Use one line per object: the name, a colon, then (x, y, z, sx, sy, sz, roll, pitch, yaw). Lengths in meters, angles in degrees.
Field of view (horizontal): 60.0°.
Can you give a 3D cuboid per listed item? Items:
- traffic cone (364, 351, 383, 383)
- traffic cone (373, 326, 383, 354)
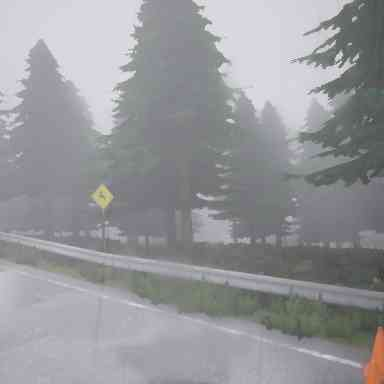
traffic cone: (1.786, 1.956, 3.267, 0.340, 0.580, 0.340, 0, 0, 33)
traffic cone: (2.329, 1.956, 4.104, 0.340, 0.580, 0.340, 0, 0, 34)
